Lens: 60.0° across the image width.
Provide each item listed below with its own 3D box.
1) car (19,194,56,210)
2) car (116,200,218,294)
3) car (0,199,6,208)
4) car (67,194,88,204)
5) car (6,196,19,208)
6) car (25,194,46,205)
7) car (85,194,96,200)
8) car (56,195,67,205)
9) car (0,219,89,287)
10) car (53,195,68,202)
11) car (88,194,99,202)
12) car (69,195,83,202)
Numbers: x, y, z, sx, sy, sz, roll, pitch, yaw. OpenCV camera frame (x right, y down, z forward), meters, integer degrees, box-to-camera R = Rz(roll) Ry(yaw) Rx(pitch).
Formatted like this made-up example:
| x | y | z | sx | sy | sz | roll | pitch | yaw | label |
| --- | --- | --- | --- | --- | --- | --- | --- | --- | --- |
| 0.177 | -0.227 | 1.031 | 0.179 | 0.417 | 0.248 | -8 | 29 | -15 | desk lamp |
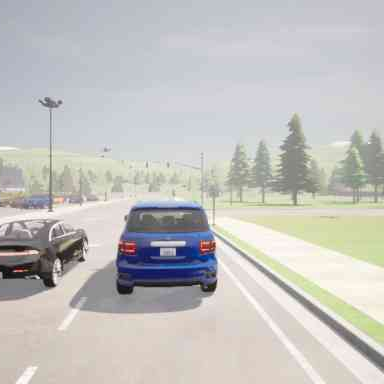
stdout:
| x | y | z | sx | sy | sz | roll | pitch | yaw | label |
| --- | --- | --- | --- | --- | --- | --- | --- | --- | --- |
| -19.925 | 1.224 | 43.219 | 2.150 | 2.045 | 5.566 | 0 | 0 | -6 | car |
| -0.681 | 1.223 | 8.961 | 2.150 | 2.045 | 5.566 | 0 | 0 | -5 | car |
| -27.942 | 1.603 | 46.496 | 1.895 | 1.301 | 4.718 | 0 | 0 | 6 | car |
| -21.693 | 1.495 | 62.361 | 2.128 | 1.511 | 4.902 | 0 | 0 | -4 | car |
| -23.843 | 1.355 | 46.981 | 2.097 | 1.767 | 4.553 | 0 | 0 | -6 | car |
| -28.592 | 1.355 | 60.962 | 2.097 | 1.767 | 4.553 | 0 | 0 | -4 | car |
| -27.609 | 1.403 | 90.452 | 1.837 | 1.490 | 4.892 | 0 | 0 | -5 | car |
| -25.068 | 1.355 | 60.664 | 2.097 | 1.767 | 4.553 | 0 | 0 | -4 | car |
| -4.215 | 1.492 | 9.207 | 2.128 | 1.511 | 4.902 | 0 | 0 | -5 | car |
| -29.861 | 1.504 | 75.894 | 1.837 | 1.490 | 4.892 | 0 | 0 | -5 | car |
| -22.954 | 1.528 | 77.279 | 1.812 | 1.442 | 4.674 | 0 | 0 | -5 | car |
| -26.307 | 1.504 | 75.430 | 1.837 | 1.490 | 4.892 | 0 | 0 | -5 | car |
